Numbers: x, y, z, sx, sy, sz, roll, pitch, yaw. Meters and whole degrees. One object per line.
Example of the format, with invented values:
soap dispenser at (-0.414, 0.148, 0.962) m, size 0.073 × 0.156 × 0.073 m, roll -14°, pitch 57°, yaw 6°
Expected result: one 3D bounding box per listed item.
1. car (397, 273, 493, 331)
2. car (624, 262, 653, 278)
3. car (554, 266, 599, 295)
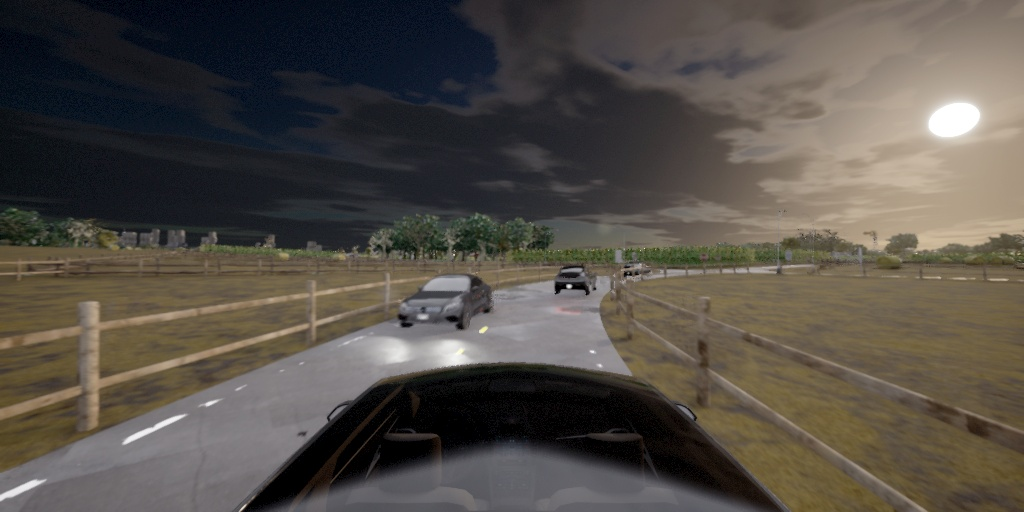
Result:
car at (-1.834, 1.291, 11.338) m, size 1.812 × 1.442 × 4.674 m, roll 0°, pitch 0°, yaw 10°
car at (12.314, 1.368, 35.180) m, size 1.837 × 1.490 × 4.892 m, roll -2°, pitch -1°, yaw 38°
car at (3.684, 1.300, 20.263) m, size 1.837 × 1.490 × 4.892 m, roll -1°, pitch -1°, yaw 20°
